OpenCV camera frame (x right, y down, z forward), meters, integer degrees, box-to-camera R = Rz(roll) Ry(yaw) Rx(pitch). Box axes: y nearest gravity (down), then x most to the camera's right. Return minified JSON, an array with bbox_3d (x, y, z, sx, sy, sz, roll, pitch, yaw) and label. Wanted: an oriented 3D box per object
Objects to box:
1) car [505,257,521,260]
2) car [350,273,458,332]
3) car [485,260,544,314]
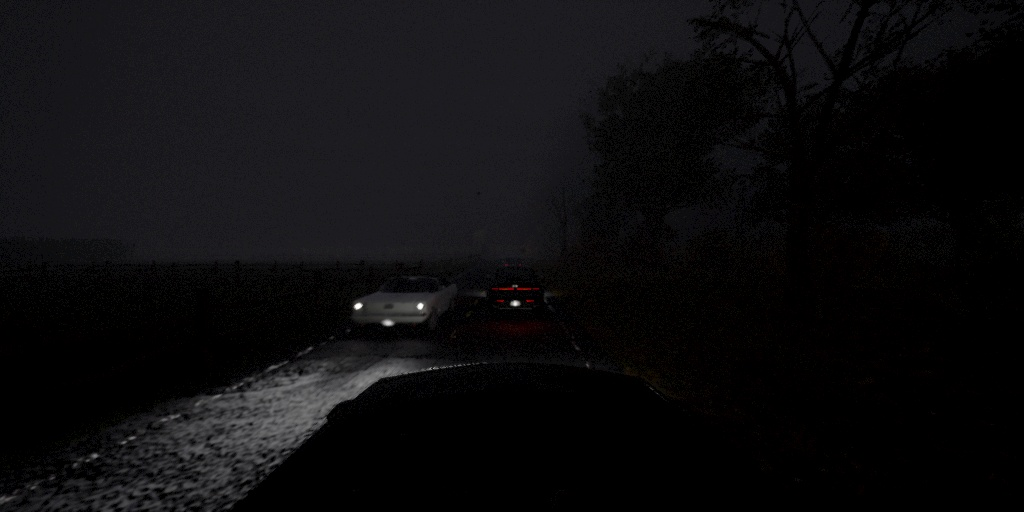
[{"bbox_3d":[0.091,0.793,33.151,2.033,1.411,5.357,0,1,0],"label":"car"},{"bbox_3d":[-2.852,1.211,10.479,1.895,1.301,4.718,0,1,0],"label":"car"},{"bbox_3d":[0.099,1.079,12.897,1.837,1.490,4.892,0,1,0],"label":"car"}]
